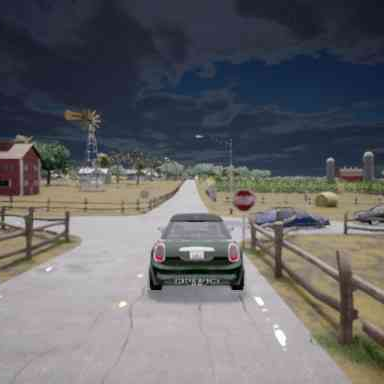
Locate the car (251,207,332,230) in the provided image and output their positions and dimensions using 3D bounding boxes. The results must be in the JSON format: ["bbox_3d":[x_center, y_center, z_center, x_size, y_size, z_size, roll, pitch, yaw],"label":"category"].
[{"bbox_3d":[6.342,1.674,21.659,5.357,1.411,2.033,1,2,-17],"label":"car"}]

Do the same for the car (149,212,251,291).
[{"bbox_3d":[0.100,1.337,9.099,2.097,1.767,4.553,0,0,0],"label":"car"}]

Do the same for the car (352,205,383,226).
[{"bbox_3d":[14.477,1.678,24.583,4.892,1.490,1.837,1,2,0],"label":"car"}]
